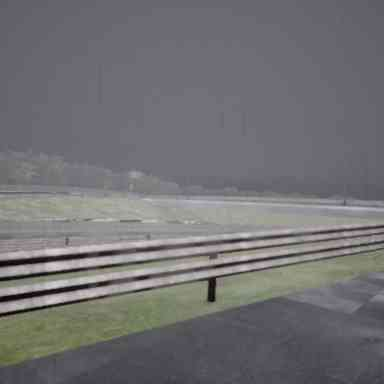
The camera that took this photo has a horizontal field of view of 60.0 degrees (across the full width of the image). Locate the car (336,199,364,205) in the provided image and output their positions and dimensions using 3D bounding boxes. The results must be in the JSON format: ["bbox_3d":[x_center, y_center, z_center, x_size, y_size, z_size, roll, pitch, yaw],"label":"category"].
[{"bbox_3d":[31.056,2.194,65.258,5.008,1.535,1.882,2,-3,34],"label":"car"}]
